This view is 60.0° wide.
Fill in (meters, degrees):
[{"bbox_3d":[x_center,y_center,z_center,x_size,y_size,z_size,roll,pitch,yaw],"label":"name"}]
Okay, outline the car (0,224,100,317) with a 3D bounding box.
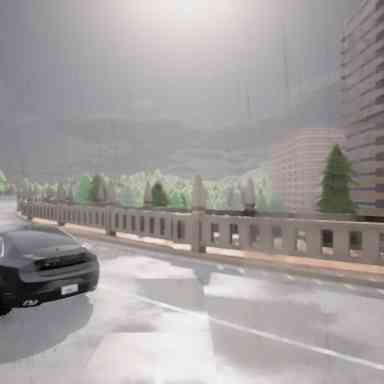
[{"bbox_3d":[-4.022,1.505,7.553,4.892,1.490,1.837,0,0,41],"label":"car"}]
